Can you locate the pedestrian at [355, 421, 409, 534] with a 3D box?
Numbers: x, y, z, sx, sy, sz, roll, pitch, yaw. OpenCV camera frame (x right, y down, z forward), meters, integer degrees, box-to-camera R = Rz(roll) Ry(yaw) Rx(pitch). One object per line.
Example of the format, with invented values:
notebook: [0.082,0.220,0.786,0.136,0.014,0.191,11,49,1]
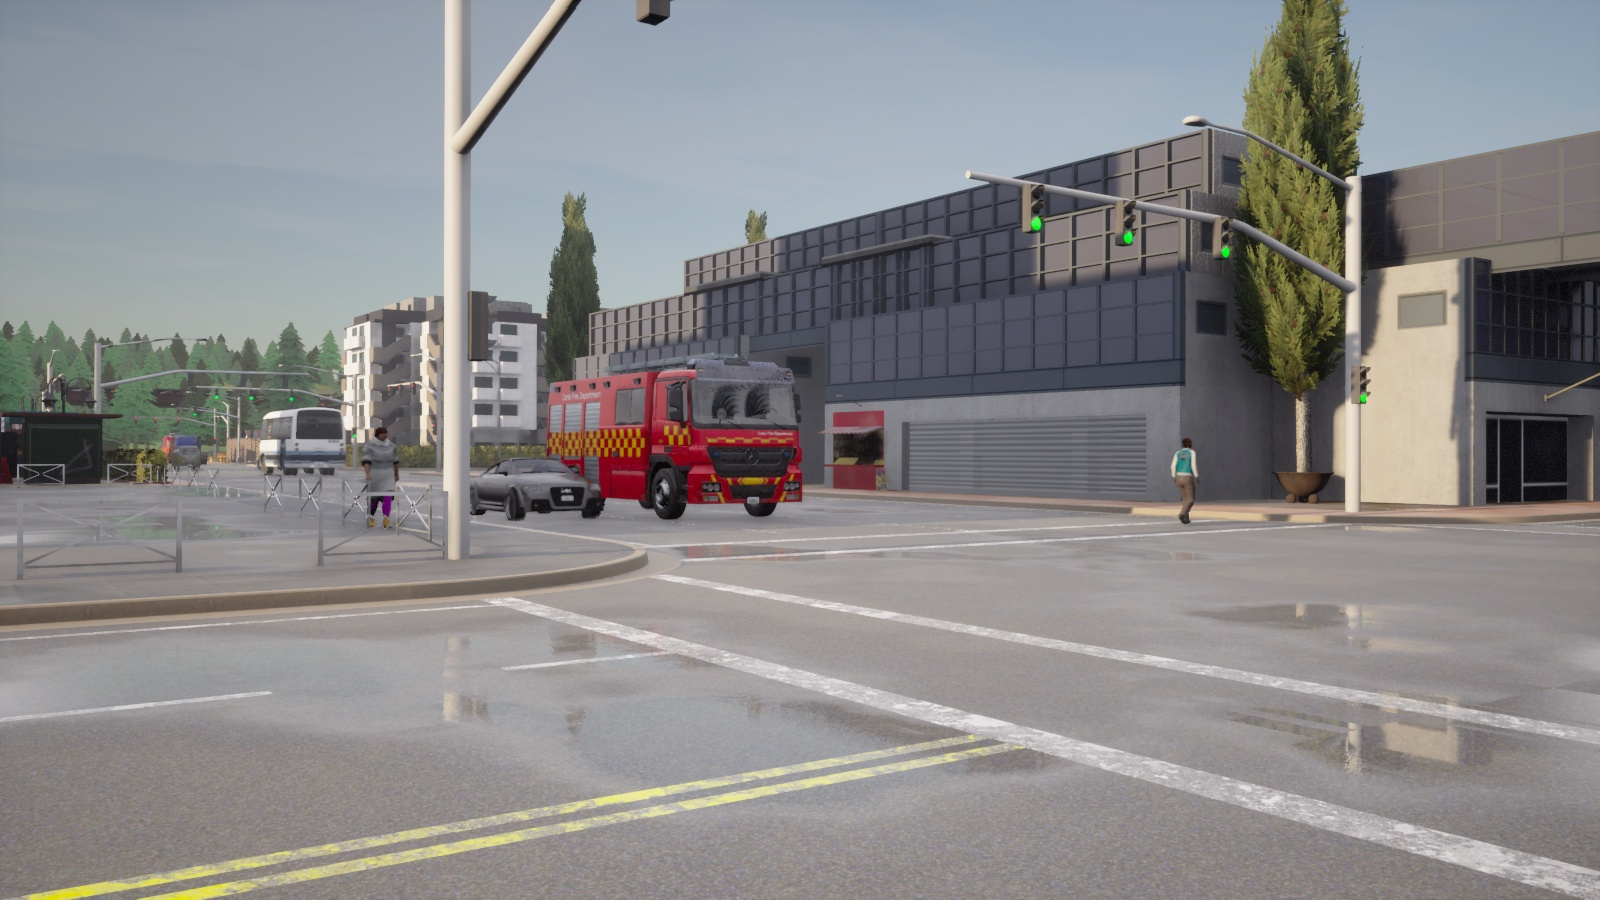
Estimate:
pedestrian: [-7.378,0.473,22.165,0.659,1.952,0.873,0,0,-37]

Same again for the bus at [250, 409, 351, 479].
bus: [-32.833,-0.361,82.211,3.944,4.253,10.273,0,0,-34]

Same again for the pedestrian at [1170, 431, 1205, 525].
pedestrian: [8.044,0.570,26.061,0.692,1.930,0.396,0,0,-41]

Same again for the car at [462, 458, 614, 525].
car: [-6.073,0.892,28.752,1.994,1.385,4.181,0,0,-33]

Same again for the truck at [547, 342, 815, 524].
truck: [-3.203,-0.338,30.756,2.891,3.827,8.468,0,0,-33]
